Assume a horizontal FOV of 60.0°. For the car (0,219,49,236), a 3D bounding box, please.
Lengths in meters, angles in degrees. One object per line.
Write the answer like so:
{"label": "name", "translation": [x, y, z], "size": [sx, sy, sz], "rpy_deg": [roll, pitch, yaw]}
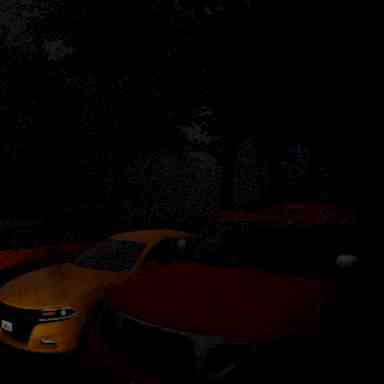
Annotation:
{"label": "car", "translation": [-3.315, 1.425, 8.087], "size": [2.185, 1.767, 4.553], "rpy_deg": [-1, 0, 36]}

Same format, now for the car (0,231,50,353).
{"label": "car", "translation": [-1.026, 1.523, 6.499], "size": [2.097, 1.535, 5.008], "rpy_deg": [-1, 0, 36]}

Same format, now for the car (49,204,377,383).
{"label": "car", "translation": [1.222, 1.245, 4.855], "size": [2.435, 2.045, 5.566], "rpy_deg": [-1, 0, 35]}
